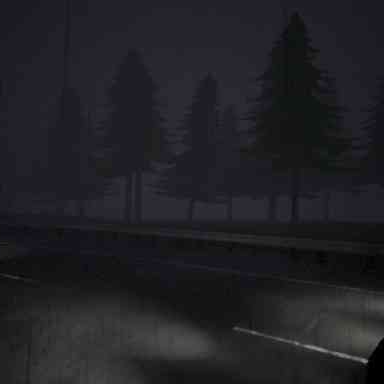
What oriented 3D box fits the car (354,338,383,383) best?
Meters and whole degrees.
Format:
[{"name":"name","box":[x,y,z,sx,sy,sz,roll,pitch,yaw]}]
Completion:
[{"name":"car","box":[3.313,1.600,1.514,4.718,1.301,1.895,0,0,36]}]
